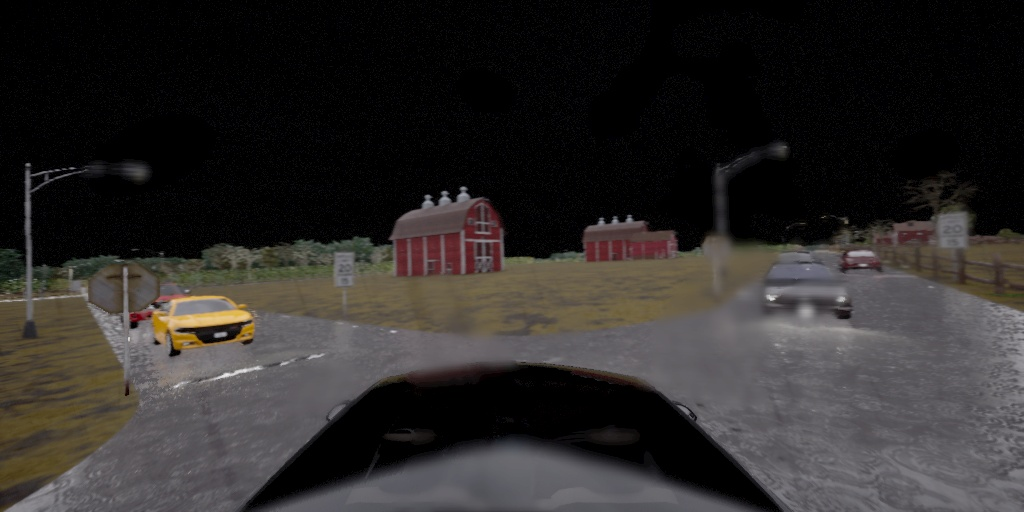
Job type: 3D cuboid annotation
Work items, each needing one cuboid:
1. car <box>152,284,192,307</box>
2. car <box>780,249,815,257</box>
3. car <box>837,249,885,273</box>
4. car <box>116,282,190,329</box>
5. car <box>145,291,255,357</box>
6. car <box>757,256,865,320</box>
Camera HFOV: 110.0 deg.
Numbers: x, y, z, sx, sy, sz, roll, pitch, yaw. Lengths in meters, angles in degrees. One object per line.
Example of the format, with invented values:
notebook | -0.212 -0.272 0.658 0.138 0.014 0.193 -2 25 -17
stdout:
car | -30.765 3.526 32.395 4.553 1.767 2.097 -4 -2 40
car | 15.926 0.533 20.069 1.837 1.490 4.892 -2 0 40
car | 21.936 0.292 22.696 1.812 1.442 4.674 -2 0 40
car | -17.913 2.349 18.002 5.566 2.045 2.150 -4 -2 39
car | -9.858 2.014 11.345 5.008 1.535 1.882 -4 -2 39
car | 8.727 0.899 10.924 2.033 1.411 5.357 -2 0 36
